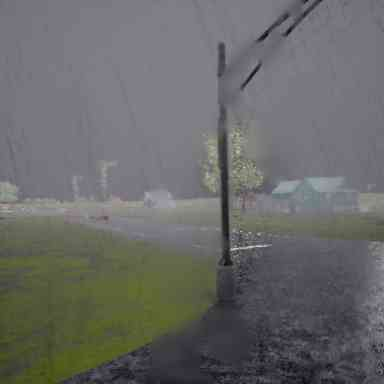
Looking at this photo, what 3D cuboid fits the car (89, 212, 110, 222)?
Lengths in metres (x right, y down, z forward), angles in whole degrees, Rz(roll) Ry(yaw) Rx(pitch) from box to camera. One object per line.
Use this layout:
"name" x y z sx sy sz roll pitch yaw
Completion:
"car" -13.008 3.518 46.706 1.895 1.301 4.718 -1 -2 -28
